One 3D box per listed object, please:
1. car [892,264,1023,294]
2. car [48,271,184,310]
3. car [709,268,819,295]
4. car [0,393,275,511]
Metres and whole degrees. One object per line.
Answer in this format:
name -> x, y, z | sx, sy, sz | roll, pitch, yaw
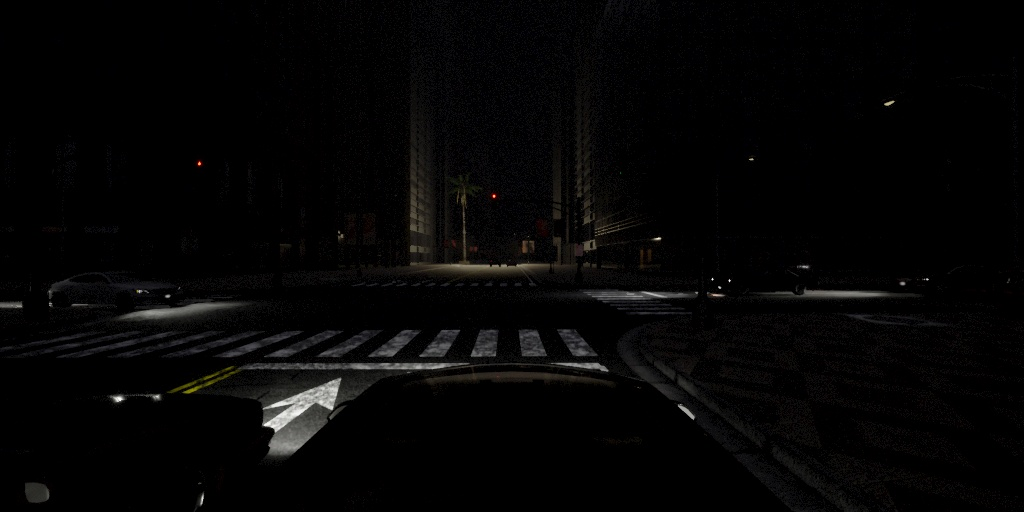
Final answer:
car -> 23.002, 1.170, 18.899 | 4.902, 1.511, 2.128 | 0, 0, -1
car -> -15.892, 1.323, 14.423 | 4.674, 1.442, 1.812 | 0, -1, 7
car -> 12.997, 1.315, 18.733 | 4.718, 1.301, 1.895 | 0, 0, -2
car -> -3.176, 1.297, 0.710 | 2.033, 1.411, 5.357 | 0, 0, 4
